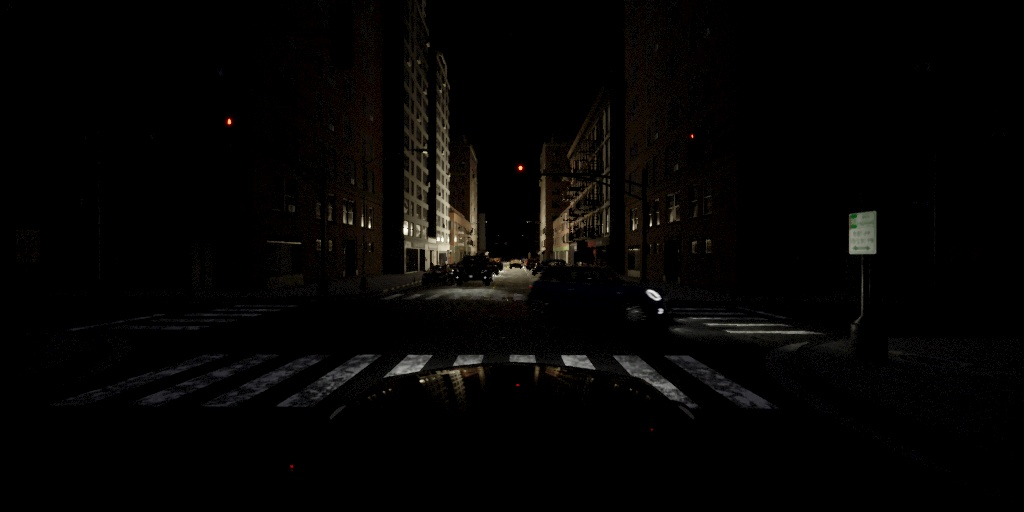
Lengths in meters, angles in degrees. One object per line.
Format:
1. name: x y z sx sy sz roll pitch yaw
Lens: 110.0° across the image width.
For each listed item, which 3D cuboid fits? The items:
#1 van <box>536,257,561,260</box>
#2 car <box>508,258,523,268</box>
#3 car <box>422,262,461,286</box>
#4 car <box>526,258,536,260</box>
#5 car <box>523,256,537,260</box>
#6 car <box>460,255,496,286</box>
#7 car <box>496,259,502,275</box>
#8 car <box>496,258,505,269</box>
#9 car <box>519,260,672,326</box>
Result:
1. van: 2.864 1.089 25.411 1.690 1.789 3.998 0 0 1
2. car: 0.653 1.336 58.369 1.895 1.301 4.718 0 0 1
3. car: -5.161 1.299 25.480 2.007 1.370 4.403 0 0 1
4. car: 3.086 1.325 48.135 1.802 1.307 4.207 0 0 1
5. car: 3.142 1.053 53.816 2.192 1.841 5.009 0 0 1
6. car: -2.616 0.971 25.890 2.150 2.045 5.566 0 0 1
7. car: -2.485 1.311 38.928 1.994 1.385 4.181 0 0 0
8. car: -2.332 1.341 51.831 1.895 1.301 4.718 0 0 1
9. car: 2.819 1.126 11.942 4.553 1.767 2.097 0 0 29
